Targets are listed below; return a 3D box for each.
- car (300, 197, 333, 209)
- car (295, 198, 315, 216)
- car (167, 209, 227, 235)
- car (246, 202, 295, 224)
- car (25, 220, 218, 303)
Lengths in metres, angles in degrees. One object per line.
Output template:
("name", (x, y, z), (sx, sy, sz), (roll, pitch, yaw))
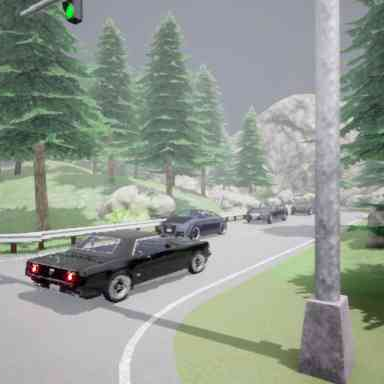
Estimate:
("car", (17.691, 1.559, 47.613), (1.837, 1.490, 4.892), (4, -1, -16))
("car", (11.316, 1.517, 33.664), (1.837, 1.490, 4.892), (0, 0, 28))
("car", (0.084, 1.576, 16.921), (1.994, 1.385, 4.181), (0, 0, 35))
("car", (5.731, 1.504, 25.108), (2.128, 1.511, 4.902), (0, 0, 35))
("car", (-1.433, 1.628, 8.371), (1.895, 1.301, 4.718), (0, 0, 35))
